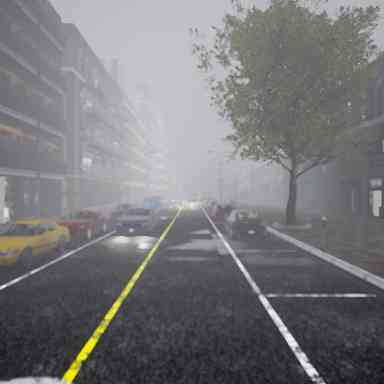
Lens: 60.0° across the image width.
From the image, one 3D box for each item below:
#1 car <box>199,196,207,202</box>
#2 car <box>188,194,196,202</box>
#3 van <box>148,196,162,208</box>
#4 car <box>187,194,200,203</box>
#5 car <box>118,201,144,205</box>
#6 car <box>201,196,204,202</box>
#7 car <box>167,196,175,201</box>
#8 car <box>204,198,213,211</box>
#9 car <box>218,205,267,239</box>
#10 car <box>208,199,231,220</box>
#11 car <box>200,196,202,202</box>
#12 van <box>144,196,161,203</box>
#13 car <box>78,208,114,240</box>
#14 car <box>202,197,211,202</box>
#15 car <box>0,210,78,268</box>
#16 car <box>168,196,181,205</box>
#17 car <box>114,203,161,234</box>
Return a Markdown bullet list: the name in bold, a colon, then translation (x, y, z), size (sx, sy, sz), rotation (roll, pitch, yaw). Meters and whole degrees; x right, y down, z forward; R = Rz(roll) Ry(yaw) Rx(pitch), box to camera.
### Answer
- **car**: translation (2.698, 1.844, 85.584), size (1.947, 1.339, 4.313), rotation (0, 0, 0)
- **car**: translation (0.012, 1.427, 87.885), size (2.150, 2.045, 5.566), rotation (0, 0, 0)
- **van**: translation (-5.688, 1.484, 51.408), size (1.690, 1.788, 3.998), rotation (0, 0, 0)
- **car**: translation (0.010, 1.584, 70.529), size (2.128, 1.511, 4.902), rotation (0, 0, 0)
- **car**: translation (-5.689, 1.634, 28.620), size (1.947, 1.339, 4.313), rotation (0, 0, 0)
- **car**: translation (3.008, 1.618, 56.906), size (1.801, 1.575, 5.366), rotation (0, 0, 0)
- **car**: translation (-5.682, 1.886, 91.284), size (1.802, 1.307, 4.206), rotation (0, 0, 0)
- **car**: translation (2.693, 1.685, 40.010), size (1.802, 1.307, 4.206), rotation (0, 0, 0)
- **car**: translation (2.691, 1.589, 17.224), size (2.008, 1.369, 4.403), rotation (0, 0, 0)
- **car**: translation (2.692, 1.613, 28.616), size (1.887, 1.381, 4.507), rotation (0, 0, 0)
- **car**: translation (2.697, 1.834, 79.887), size (1.802, 1.307, 4.206), rotation (0, 0, 0)
- **van**: translation (-5.688, 1.464, 45.712), size (1.690, 1.788, 3.998), rotation (0, 0, 0)
- **car**: translation (-5.690, 1.583, 17.228), size (1.887, 1.381, 4.507), rotation (0, 0, 0)
- **car**: translation (2.693, 1.667, 45.707), size (1.887, 1.381, 4.507), rotation (0, 0, 0)
- **car**: translation (-5.691, 1.550, 11.361), size (1.752, 1.417, 4.829), rotation (0, 0, 0)
- **car**: translation (-3.029, 1.703, 61.291), size (1.812, 1.442, 4.674), rotation (0, 0, 1)
- **car**: translation (-3.097, 1.592, 19.681), size (2.033, 1.411, 5.357), rotation (0, 0, 0)
